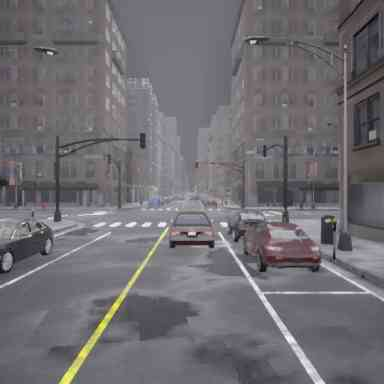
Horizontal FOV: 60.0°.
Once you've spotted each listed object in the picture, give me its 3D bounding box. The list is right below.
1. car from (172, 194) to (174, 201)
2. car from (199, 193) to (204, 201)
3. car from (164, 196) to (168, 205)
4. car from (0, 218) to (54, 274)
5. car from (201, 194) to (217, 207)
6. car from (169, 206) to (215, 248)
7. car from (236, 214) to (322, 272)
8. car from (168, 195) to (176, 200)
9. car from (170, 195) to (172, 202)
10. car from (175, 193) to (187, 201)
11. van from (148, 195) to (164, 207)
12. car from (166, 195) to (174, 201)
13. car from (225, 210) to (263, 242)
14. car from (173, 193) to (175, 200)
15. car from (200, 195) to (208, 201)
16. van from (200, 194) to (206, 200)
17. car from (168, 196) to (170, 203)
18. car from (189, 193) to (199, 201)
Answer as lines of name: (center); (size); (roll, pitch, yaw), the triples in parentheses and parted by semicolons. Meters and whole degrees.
car: (-5.615, 1.579, 73.400); (1.947, 1.339, 4.313); (0, 0, 0)
car: (2.860, 1.452, 62.029); (1.967, 1.590, 4.097); (0, 0, 0)
car: (-5.690, 1.450, 56.395); (1.967, 1.590, 4.097); (0, 0, 0)
car: (-5.858, 1.550, 10.442); (2.008, 1.369, 4.403); (0, 0, 0)
car: (2.810, 1.449, 50.691); (1.967, 1.590, 4.097); (0, 0, 0)
car: (0.000, 1.564, 14.650); (2.033, 1.411, 5.357); (0, 0, 0)
car: (2.668, 1.582, 10.447); (1.802, 1.307, 4.206); (0, 0, 0)
car: (-5.540, 1.557, 90.404); (1.887, 1.381, 4.507); (0, 0, 0)
car: (-5.640, 1.594, 67.732); (1.802, 1.307, 4.206); (0, 0, 0)
car: (-2.720, 1.560, 81.754); (1.994, 1.385, 4.181); (0, 0, 0)
van: (-5.716, 1.349, 50.727); (1.690, 1.788, 3.998); (0, 0, 0)
car: (-5.565, 1.579, 84.736); (1.947, 1.339, 4.313); (0, 0, 0)
car: (2.667, 1.551, 16.041); (2.008, 1.369, 4.403); (0, 0, 0)
car: (-5.591, 1.539, 78.898); (1.752, 1.417, 4.829); (0, 0, 0)
car: (2.961, 1.564, 84.706); (2.008, 1.369, 4.403); (0, 0, 0)
van: (2.986, 1.353, 90.376); (1.690, 1.788, 3.998); (0, 0, 0)
car: (-5.665, 1.577, 62.063); (1.947, 1.339, 4.313); (0, 0, 0)
car: (0.261, 1.494, 77.378); (1.895, 1.301, 4.718); (0, 0, 0)
